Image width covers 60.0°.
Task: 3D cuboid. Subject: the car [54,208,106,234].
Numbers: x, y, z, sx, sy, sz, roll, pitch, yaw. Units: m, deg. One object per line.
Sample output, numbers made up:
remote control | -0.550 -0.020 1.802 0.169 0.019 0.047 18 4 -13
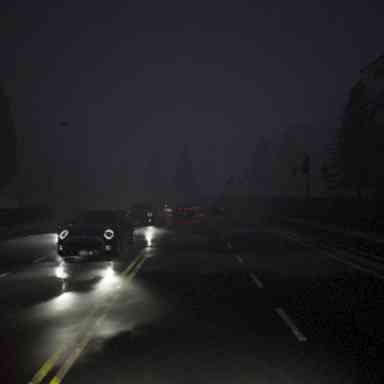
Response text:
car | -7.145 1.784 21.643 1.994 1.385 4.181 0 -1 0

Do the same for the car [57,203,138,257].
car | -3.698 1.488 13.481 2.097 1.767 4.553 0 0 -1

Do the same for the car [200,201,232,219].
car | 2.508 1.686 33.682 2.097 1.767 4.553 0 -1 -8

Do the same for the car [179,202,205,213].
car | -0.093 2.001 43.963 1.994 1.385 4.181 0 -1 -21

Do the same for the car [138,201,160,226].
car | -3.893 1.612 25.935 2.097 1.767 4.553 0 0 -2

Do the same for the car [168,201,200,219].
car | -0.938 1.825 33.420 2.128 1.511 4.902 0 -1 -9

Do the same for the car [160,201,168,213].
car | -3.824 1.943 43.705 1.837 1.490 4.892 0 0 -21
